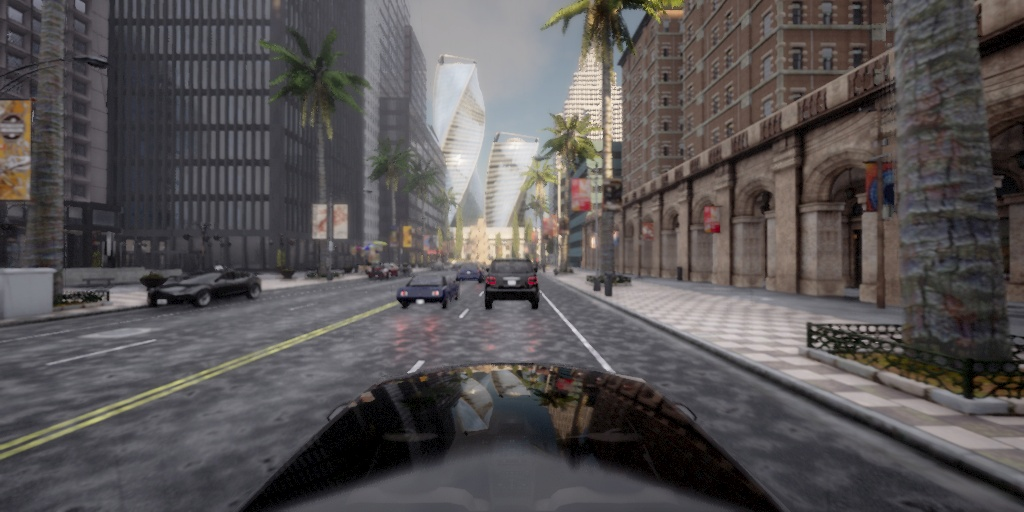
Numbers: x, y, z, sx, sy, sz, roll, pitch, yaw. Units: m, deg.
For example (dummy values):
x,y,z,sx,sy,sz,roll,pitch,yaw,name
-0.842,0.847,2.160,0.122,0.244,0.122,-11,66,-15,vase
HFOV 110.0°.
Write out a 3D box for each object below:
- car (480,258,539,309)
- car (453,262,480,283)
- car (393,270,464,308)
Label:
x,y,z,sx,sy,sz,roll,pitch,yaw,name
-0.008,1.098,15.859,2.150,2.045,5.566,0,0,0,car
-3.484,1.372,30.923,2.097,1.767,4.553,0,-1,0,car
-3.507,1.483,15.949,1.895,1.301,4.718,0,0,0,car
